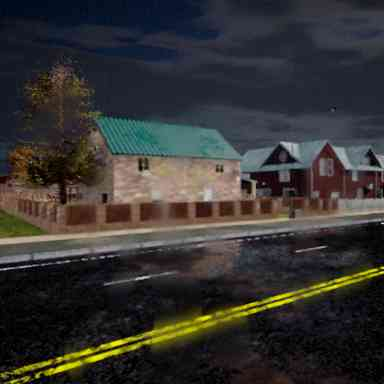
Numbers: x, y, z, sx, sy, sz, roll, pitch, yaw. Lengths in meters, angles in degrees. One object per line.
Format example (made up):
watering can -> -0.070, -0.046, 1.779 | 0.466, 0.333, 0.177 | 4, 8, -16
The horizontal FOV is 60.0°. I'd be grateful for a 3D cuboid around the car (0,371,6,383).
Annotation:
car -> -3.438, 1.558, 0.963 | 5.357, 1.411, 2.033 | 0, 0, -38
